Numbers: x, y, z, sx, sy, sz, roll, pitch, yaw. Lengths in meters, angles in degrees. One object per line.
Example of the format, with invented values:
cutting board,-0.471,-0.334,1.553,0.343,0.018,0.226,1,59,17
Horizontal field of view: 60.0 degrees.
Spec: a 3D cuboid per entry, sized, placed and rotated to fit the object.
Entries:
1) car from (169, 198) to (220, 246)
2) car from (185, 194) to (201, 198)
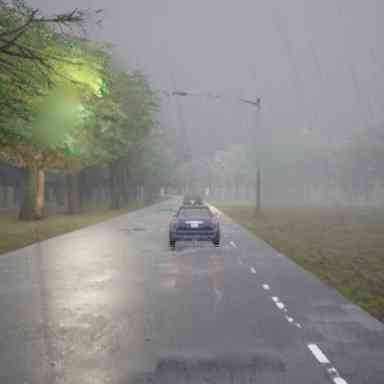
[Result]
car,0.103,1.350,15.414,2.097,1.767,4.553,0,0,0
car,0.105,1.228,37.606,2.150,2.045,5.566,0,0,0
